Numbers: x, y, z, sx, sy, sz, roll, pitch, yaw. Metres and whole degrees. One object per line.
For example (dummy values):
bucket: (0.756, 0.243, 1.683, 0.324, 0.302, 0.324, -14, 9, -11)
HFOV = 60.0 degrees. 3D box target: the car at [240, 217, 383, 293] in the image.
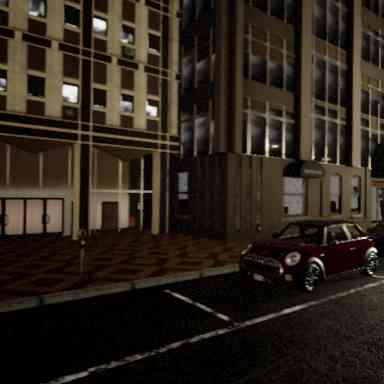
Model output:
car: (3.206, 1.512, 9.018, 4.097, 1.590, 1.967, 1, 0, -36)
